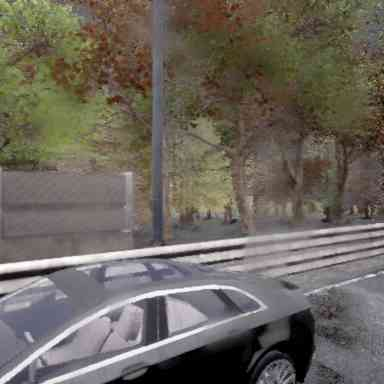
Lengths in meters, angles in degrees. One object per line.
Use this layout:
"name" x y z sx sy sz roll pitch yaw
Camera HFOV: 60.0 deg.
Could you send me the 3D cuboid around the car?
"car" -0.871 1.493 3.063 4.902 1.511 2.128 0 0 -35
